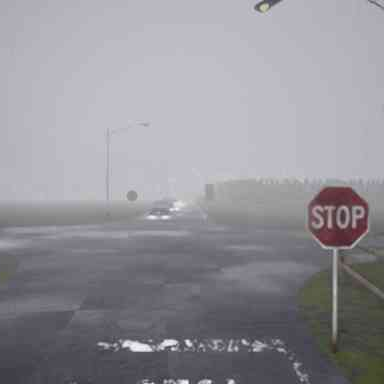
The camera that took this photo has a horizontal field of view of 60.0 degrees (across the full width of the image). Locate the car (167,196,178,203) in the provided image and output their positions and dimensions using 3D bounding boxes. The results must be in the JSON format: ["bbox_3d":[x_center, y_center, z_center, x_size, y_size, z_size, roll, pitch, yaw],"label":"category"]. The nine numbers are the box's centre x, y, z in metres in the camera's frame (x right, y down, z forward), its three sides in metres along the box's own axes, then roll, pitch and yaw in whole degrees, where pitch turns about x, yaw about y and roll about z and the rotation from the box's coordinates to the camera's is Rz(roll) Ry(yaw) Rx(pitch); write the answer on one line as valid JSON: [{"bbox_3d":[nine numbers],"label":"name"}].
[{"bbox_3d":[-3.937,1.490,67.029,2.033,1.411,5.357,0,0,-2],"label":"car"}]

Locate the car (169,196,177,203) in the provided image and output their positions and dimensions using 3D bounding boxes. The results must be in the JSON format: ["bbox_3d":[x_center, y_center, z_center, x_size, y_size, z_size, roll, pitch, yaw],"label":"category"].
[{"bbox_3d":[-3.429,1.515,46.069,2.033,1.411,5.357,0,0,-1],"label":"car"}]

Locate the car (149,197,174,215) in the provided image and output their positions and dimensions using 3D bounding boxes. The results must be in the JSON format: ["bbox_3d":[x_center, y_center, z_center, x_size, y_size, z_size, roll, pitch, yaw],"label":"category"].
[{"bbox_3d":[-3.183,1.529,33.867,2.033,1.411,5.357,0,0,-1],"label":"car"}]
